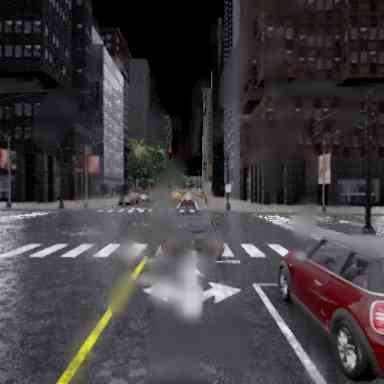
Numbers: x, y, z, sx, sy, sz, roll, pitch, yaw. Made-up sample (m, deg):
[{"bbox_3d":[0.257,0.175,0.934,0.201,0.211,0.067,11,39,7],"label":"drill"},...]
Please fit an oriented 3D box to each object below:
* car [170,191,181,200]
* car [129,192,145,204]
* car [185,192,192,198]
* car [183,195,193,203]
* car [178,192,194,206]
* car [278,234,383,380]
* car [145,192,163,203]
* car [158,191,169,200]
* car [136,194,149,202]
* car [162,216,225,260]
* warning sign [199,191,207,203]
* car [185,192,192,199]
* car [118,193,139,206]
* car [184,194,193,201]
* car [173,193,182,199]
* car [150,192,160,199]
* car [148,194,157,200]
[{"bbox_3d":[-3.547,1.029,72.994,1.882,1.535,5.008,0,0,0],"label":"car"},{"bbox_3d":[-9.177,0.965,52.206,2.192,1.841,5.009,0,0,0],"label":"car"},{"bbox_3d":[-0.936,0.890,95.629,1.967,1.590,4.097,0,0,0],"label":"car"},{"bbox_3d":[-0.686,1.205,57.684,1.802,1.307,4.206,0,0,0],"label":"car"},{"bbox_3d":[-0.616,1.116,46.834,1.967,1.590,4.097,0,0,0],"label":"car"},{"bbox_3d":[2.759,1.400,5.442,1.967,1.590,4.097,0,0,0],"label":"car"},{"bbox_3d":[-6.495,1.135,56.236,1.837,1.490,4.892,0,0,0],"label":"car"},{"bbox_3d":[-6.542,1.092,72.232,2.033,1.411,5.357,0,0,0],"label":"car"},{"bbox_3d":[-9.246,1.124,62.889,1.752,1.417,4.829,0,0,0],"label":"car"},{"bbox_3d":[0.009,1.515,12.004,1.895,1.301,4.718,0,0,-1],"label":"car"},{"bbox_3d":[1.672,0.773,50.517,1.300,1.860,1.060,0,0,0],"label":"warning sign"},{"bbox_3d":[-0.901,0.918,90.233,1.967,1.590,4.097,0,0,0],"label":"car"},{"bbox_3d":[-9.140,1.242,46.781,1.947,1.339,4.313,0,0,0],"label":"car"},{"bbox_3d":[-0.758,1.117,68.534,1.887,1.381,4.507,0,0,0],"label":"car"},{"bbox_3d":[-3.615,0.946,83.408,1.882,1.535,5.008,0,0,0],"label":"car"},{"bbox_3d":[-9.390,0.816,84.761,2.192,1.841,5.009,0,0,0],"label":"car"},{"bbox_3d":[-9.354,1.106,79.337,1.802,1.307,4.206,0,0,0],"label":"car"}]
